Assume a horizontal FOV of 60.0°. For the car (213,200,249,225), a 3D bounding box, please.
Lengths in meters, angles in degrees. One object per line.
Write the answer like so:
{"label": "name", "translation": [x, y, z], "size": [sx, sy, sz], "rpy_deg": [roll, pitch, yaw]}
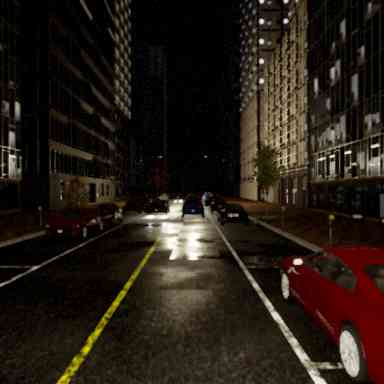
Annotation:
{"label": "car", "translation": [2.684, 1.430, 22.285], "size": [1.947, 1.339, 4.313], "rpy_deg": [0, 0, 0]}

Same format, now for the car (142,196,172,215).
{"label": "car", "translation": [-3.109, 1.372, 30.890], "size": [1.994, 1.385, 4.181], "rpy_deg": [0, 0, 0]}

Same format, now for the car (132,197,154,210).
{"label": "car", "translation": [-5.702, 1.319, 39.367], "size": [1.947, 1.339, 4.313], "rpy_deg": [0, 0, 0]}

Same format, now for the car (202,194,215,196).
{"label": "car", "translation": [2.677, 1.281, 45.053], "size": [1.947, 1.339, 4.313], "rpy_deg": [0, 0, 0]}

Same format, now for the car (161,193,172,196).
{"label": "car", "translation": [-5.711, 1.079, 67.659], "size": [1.752, 1.417, 4.829], "rpy_deg": [0, 0, 0]}

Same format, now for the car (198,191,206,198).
{"label": "car", "translation": [2.663, 0.696, 90.588], "size": [2.192, 1.841, 5.009], "rpy_deg": [0, 0, 0]}

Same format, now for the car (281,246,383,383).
{"label": "car", "translation": [2.690, 1.514, 5.208], "size": [1.887, 1.381, 4.507], "rpy_deg": [0, 0, 0]}

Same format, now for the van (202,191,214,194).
{"label": "van", "translation": [2.675, 1.017, 50.745], "size": [1.690, 1.788, 3.998], "rpy_deg": [0, 0, 0]}

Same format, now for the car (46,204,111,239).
{"label": "car", "translation": [-5.695, 1.444, 16.596], "size": [1.887, 1.381, 4.507], "rpy_deg": [0, 0, 0]}

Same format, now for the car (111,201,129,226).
{"label": "car", "translation": [-5.697, 1.446, 22.290], "size": [1.802, 1.307, 4.206], "rpy_deg": [0, 0, 0]}

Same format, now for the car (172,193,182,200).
{"label": "car", "translation": [-3.026, 1.032, 73.096], "size": [2.128, 1.511, 4.902], "rpy_deg": [0, 0, 0]}

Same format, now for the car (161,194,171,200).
{"label": "car", "translation": [-5.714, 1.061, 73.522], "size": [2.008, 1.369, 4.403], "rpy_deg": [0, 0, 0]}

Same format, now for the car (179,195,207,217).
{"label": "car", "translation": [0.086, 1.300, 28.747], "size": [1.882, 1.535, 5.008], "rpy_deg": [0, 1, 0]}

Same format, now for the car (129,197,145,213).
{"label": "car", "translation": [-5.700, 1.335, 33.674], "size": [1.887, 1.381, 4.507], "rpy_deg": [0, 0, 0]}

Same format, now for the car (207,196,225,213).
{"label": "car", "translation": [2.680, 1.357, 33.669], "size": [1.947, 1.339, 4.313], "rpy_deg": [0, 0, 0]}

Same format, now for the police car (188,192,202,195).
{"label": "police car", "translation": [0.033, 1.136, 45.501], "size": [1.930, 1.638, 5.238], "rpy_deg": [0, 1, 0]}
